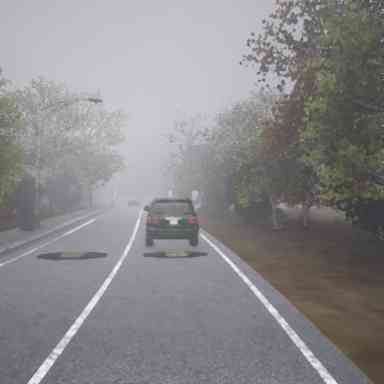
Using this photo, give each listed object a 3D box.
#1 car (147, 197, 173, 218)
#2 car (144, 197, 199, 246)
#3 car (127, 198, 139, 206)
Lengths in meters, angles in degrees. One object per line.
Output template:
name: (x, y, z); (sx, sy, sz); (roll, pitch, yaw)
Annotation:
car: (-2.986, 1.347, 30.288); (2.097, 1.767, 4.553); (1, 0, -8)
car: (-1.014, 1.257, 15.397); (2.150, 2.045, 5.566); (0, 0, -7)
car: (-10.673, 1.882, 60.657); (1.837, 1.490, 4.892); (1, -3, -8)
